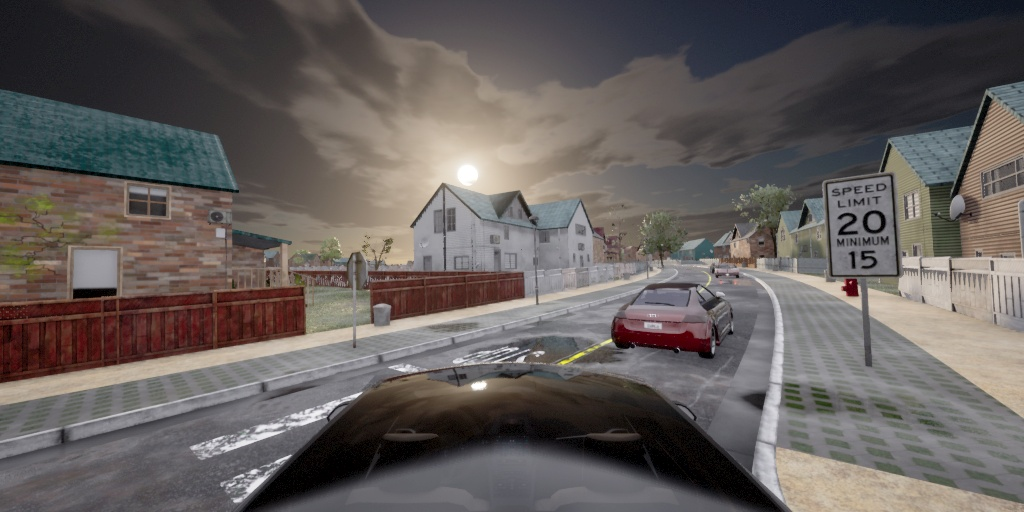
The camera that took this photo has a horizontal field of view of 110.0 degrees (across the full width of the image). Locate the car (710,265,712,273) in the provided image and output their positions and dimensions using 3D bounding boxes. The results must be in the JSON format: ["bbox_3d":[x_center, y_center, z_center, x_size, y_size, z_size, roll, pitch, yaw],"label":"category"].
[{"bbox_3d":[25.154,1.432,43.508,1.895,1.301,4.718,-2,-1,25],"label":"car"}]

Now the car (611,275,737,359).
[{"bbox_3d":[3.951,1.322,8.566,1.994,1.385,4.181,-3,-2,37],"label":"car"}]

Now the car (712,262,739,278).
[{"bbox_3d":[20.482,1.394,34.268,1.895,1.301,4.718,-3,-1,29],"label":"car"}]
